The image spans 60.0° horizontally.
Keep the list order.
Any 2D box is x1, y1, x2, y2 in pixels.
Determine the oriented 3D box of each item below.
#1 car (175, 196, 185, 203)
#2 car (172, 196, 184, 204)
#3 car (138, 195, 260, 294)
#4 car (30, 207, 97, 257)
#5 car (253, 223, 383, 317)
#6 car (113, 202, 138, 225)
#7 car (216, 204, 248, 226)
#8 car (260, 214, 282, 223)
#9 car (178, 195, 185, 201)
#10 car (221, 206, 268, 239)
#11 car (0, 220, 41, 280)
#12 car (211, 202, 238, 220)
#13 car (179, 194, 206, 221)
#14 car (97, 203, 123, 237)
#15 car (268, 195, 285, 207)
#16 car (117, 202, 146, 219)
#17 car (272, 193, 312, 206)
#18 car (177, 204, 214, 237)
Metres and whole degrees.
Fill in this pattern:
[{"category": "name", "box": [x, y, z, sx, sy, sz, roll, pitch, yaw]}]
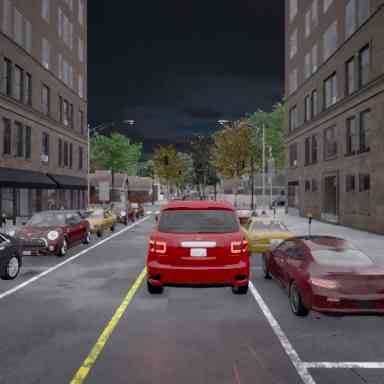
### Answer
[{"category": "car", "box": [-2.684, 1.620, 74.509, 1.994, 1.385, 4.181, 0, 0, 0]}, {"category": "car", "box": [-2.745, 1.599, 64.620, 2.033, 1.411, 5.357, 0, 0, 1]}, {"category": "car", "box": [0.135, 1.222, 8.901, 2.150, 2.045, 5.566, 0, 0, 0]}, {"category": "car", "box": [-5.333, 1.442, 12.734, 1.967, 1.590, 4.097, 0, 0, 0]}, {"category": "car", "box": [2.665, 1.582, 7.180, 1.802, 1.307, 4.206, 0, 0, 0]}, {"category": "car", "box": [-5.279, 1.448, 23.772, 1.967, 1.590, 4.097, 0, 0, 0]}, {"category": "car", "box": [2.746, 1.590, 23.734, 1.802, 1.307, 4.206, 0, 0, 0]}, {"category": "car", "box": [2.692, 1.527, 12.868, 1.752, 1.417, 4.829, 0, 0, 0]}, {"category": "car", "box": [-2.661, 1.610, 84.759, 1.812, 1.442, 4.674, 0, 0, 0]}, {"category": "car", "box": [2.719, 1.549, 18.216, 1.887, 1.381, 4.507, 0, 0, 0]}, {"category": "car", "box": [-5.360, 1.551, 7.215, 2.008, 1.369, 4.403, 0, 0, 0]}, {"category": "car", "box": [2.773, 1.577, 29.253, 1.947, 1.339, 4.313, 0, 0, 0]}, {"category": "car", "box": [0.106, 1.232, 28.944, 2.150, 2.045, 5.566, 0, 0, 2]}, {"category": "car", "box": [-5.307, 1.530, 18.083, 1.752, 1.417, 4.829, 0, 0, 0]}, {"category": "car", "box": [13.612, 1.286, 48.916, 4.553, 1.767, 2.097, 0, 0, 0]}, {"category": "car", "box": [-5.252, 1.593, 29.291, 1.802, 1.307, 4.206, 0, 0, 0]}, {"category": "car", "box": [15.679, 1.144, 52.187, 5.566, 2.045, 2.150, 0, 0, -1]}, {"category": "car", "box": [0.186, 1.510, 18.930, 1.837, 1.490, 4.892, 0, 0, 1]}]
